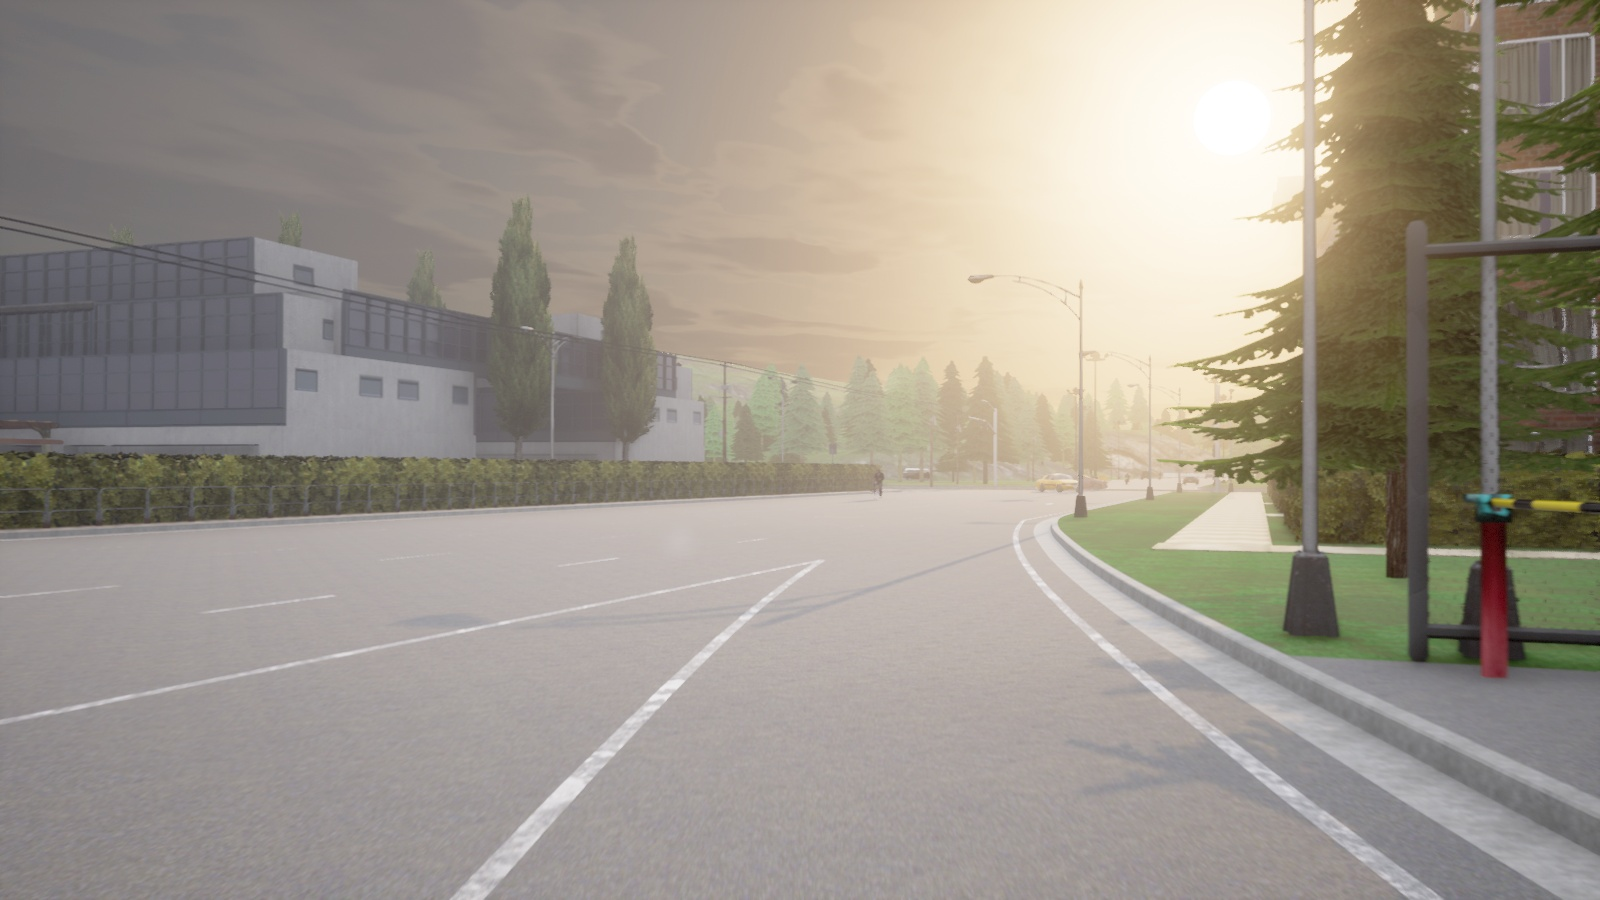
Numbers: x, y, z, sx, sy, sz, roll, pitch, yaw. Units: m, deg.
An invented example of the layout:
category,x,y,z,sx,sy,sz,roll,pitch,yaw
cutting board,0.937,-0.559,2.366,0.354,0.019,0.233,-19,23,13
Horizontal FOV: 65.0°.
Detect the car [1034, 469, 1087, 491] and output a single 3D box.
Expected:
category,x,y,z,sx,sy,sz,roll,pitch,yaw
car,19.857,2.284,96.019,1.801,1.575,5.366,0,-1,-14
